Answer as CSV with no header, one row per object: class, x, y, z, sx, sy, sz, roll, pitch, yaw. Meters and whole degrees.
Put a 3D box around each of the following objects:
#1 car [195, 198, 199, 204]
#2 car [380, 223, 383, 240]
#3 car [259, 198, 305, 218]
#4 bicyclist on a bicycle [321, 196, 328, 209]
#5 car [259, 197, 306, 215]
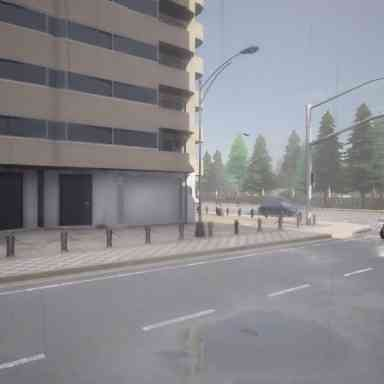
car,-0.537,1.581,61.748,1.812,1.442,4.674,0,0,-36
car,10.665,1.477,15.915,1.882,1.535,5.008,2,1,43
car,8.327,1.581,31.182,1.812,1.442,4.674,0,0,-36
bicyclist on a bicycle,17.327,1.356,43.456,1.656,1.620,0.582,0,0,-36
car,9.582,1.407,35.420,2.097,1.767,4.553,0,0,-36
